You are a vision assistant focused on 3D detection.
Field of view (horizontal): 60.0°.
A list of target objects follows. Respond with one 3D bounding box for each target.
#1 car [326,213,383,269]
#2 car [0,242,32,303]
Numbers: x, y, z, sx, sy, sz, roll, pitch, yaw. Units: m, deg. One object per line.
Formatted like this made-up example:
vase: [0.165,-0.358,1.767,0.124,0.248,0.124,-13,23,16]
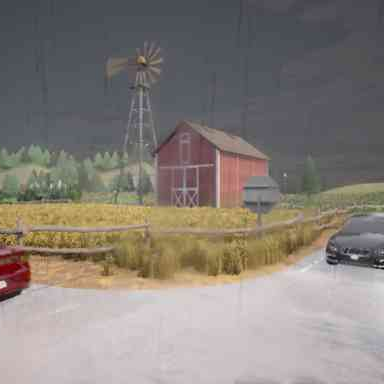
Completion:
car: [5.899,1.501,10.857,1.837,1.490,4.892,0,0,39]
car: [-5.587,1.473,6.785,5.008,1.535,1.882,0,1,24]
